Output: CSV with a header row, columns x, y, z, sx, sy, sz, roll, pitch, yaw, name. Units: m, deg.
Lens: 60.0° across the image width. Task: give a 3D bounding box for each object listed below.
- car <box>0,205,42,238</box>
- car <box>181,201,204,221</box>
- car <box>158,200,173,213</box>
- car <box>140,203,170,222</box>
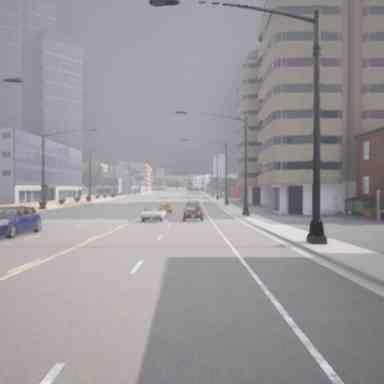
x,y,z,sx,sy,sz,roll,pitch,yaw,name
-10.490,1.604,19.072,2.097,1.767,4.553,0,-1,0,car
0.100,1.887,30.736,1.812,1.442,4.674,0,0,0,car
-3.421,1.787,41.773,1.882,1.535,5.008,0,1,0,car
-3.408,1.960,30.261,1.895,1.301,4.718,0,0,0,car
